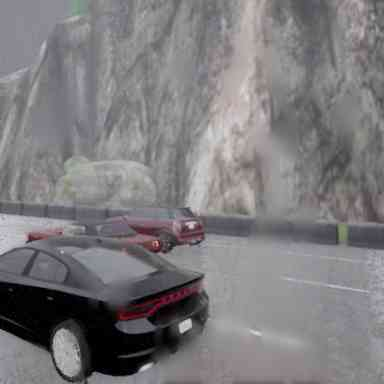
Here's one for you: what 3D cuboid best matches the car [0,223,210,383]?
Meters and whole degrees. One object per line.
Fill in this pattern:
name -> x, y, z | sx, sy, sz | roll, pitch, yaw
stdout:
car -> -2.092, 1.463, 5.485 | 5.008, 1.535, 1.882 | 0, 0, 36

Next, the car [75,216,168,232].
car -> -3.287, 1.566, 10.639 | 4.718, 1.301, 1.895 | 0, 0, 36

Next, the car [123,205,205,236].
car -> -1.757, 1.314, 13.845 | 4.553, 1.767, 2.097 | 0, 0, 36
